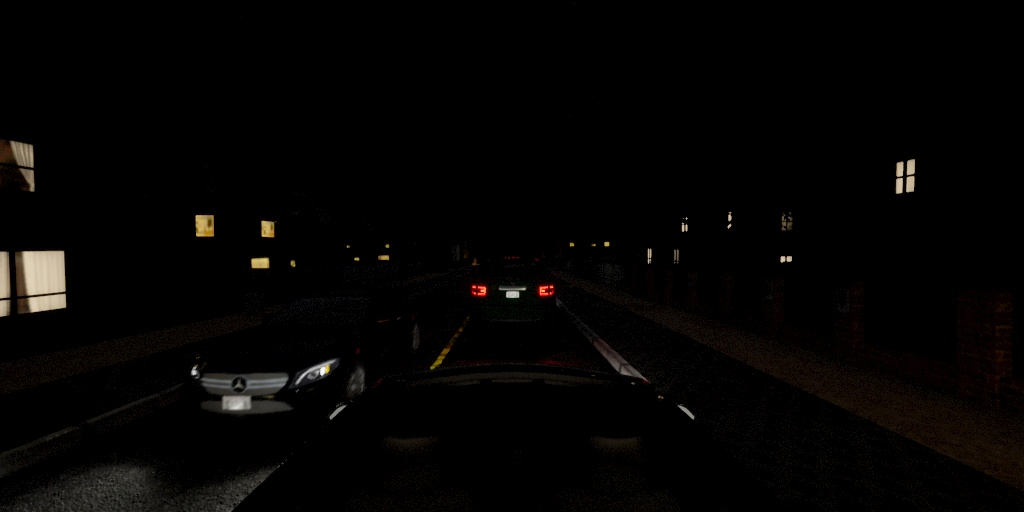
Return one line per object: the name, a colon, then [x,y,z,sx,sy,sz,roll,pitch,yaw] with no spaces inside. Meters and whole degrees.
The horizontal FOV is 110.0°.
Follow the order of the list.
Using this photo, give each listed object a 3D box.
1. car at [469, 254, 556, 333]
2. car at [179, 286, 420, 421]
car: [0.032,0.970,10.814,2.150,2.045,5.566,0,0,0]
car: [-2.863,1.274,6.055,1.812,1.442,4.674,0,0,0]
